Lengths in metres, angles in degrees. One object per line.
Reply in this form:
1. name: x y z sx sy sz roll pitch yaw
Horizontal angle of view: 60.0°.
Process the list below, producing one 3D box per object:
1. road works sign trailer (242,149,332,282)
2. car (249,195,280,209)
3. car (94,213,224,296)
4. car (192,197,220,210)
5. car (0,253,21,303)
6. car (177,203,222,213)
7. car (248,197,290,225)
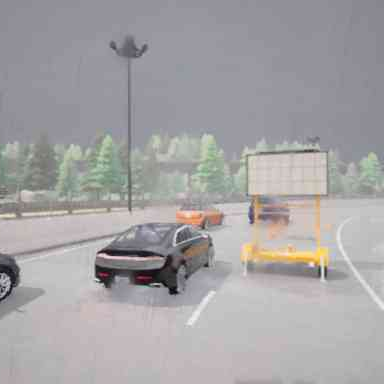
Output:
1. road works sign trailer: 2.908 0.532 10.208 2.380 3.560 2.880 0 0 21
2. car: 11.386 1.575 51.938 2.150 2.045 5.566 -1 -1 42
3. car: -0.716 1.566 9.003 2.128 1.511 4.902 0 0 16
4. car: 2.200 1.745 51.827 2.097 1.767 4.553 -1 -1 39
5. car: -5.222 1.572 5.743 1.837 1.490 4.892 -1 -1 14
6. car: 0.629 1.525 22.551 2.097 1.767 4.553 0 0 24
7. car: 6.105 1.397 25.915 2.150 2.045 5.566 -1 -1 28
